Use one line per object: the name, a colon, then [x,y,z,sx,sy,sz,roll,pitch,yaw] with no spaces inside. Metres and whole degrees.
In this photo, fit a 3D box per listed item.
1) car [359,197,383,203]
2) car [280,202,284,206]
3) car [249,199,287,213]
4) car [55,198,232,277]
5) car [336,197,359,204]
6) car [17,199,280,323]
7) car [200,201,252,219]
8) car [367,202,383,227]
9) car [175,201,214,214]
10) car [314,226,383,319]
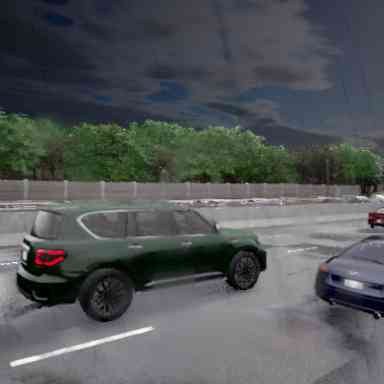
car: [26.799,1.545,48.490,4.674,1.442,1.812,-2,1,-35]
car: [5.785,1.728,29.548,4.181,1.385,1.994,0,0,-35]
car: [9.356,1.698,40.628,4.674,1.442,1.812,0,0,-35]
car: [-1.455,1.264,11.302,5.566,2.045,2.150,1,0,-35]
car: [27.058,1.498,57.189,5.357,1.411,2.033,-1,1,-35]
car: [-0.791,1.250,7.478,5.566,2.045,2.150,1,0,-35]
car: [3.367,1.640,32.126,5.008,1.535,1.882,1,0,-35]
car: [13.569,1.648,21.950,5.008,1.535,1.882,0,0,-35]
car: [0.341,1.730,38.555,4.181,1.385,1.994,0,0,-35]
car: [4.507,1.627,7.076,4.181,1.385,1.994,1,0,-35]
